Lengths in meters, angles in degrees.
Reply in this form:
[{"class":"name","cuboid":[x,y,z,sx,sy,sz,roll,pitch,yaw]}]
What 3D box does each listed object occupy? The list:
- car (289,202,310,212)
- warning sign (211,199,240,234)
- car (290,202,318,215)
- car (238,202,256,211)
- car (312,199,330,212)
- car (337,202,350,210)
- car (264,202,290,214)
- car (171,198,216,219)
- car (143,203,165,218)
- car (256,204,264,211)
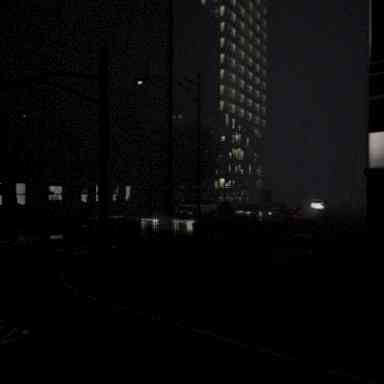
[{"class":"car","cuboid":[17.987,2.465,55.563,2.033,1.411,5.357,1,-1,33]},{"class":"warning sign","cuboid":[1.960,1.394,19.382,1.300,1.860,1.060,2,1,33]},{"class":"car","cuboid":[15.326,2.369,45.343,1.895,1.301,4.718,1,-1,33]},{"class":"car","cuboid":[9.340,2.368,54.159,1.895,1.301,4.718,1,-1,33]},{"class":"car","cuboid":[20.740,2.164,53.830,2.150,2.045,5.566,1,-1,33]},{"class":"car","cuboid":[30.295,2.749,66.567,1.812,1.442,4.674,1,-1,33]},{"class":"car","cuboid":[12.459,2.287,46.896,2.033,1.411,5.357,1,-1,33]},{"class":"car","cuboid":[0.495,1.640,34.588,2.150,2.045,5.566,1,-1,33]},{"class":"car","cuboid":[-3.162,1.890,34.915,1.812,1.442,4.674,1,-1,33]},{"class":"car","cuboid":[12.365,2.316,52.842,1.837,1.490,4.892,1,-1,33]}]
